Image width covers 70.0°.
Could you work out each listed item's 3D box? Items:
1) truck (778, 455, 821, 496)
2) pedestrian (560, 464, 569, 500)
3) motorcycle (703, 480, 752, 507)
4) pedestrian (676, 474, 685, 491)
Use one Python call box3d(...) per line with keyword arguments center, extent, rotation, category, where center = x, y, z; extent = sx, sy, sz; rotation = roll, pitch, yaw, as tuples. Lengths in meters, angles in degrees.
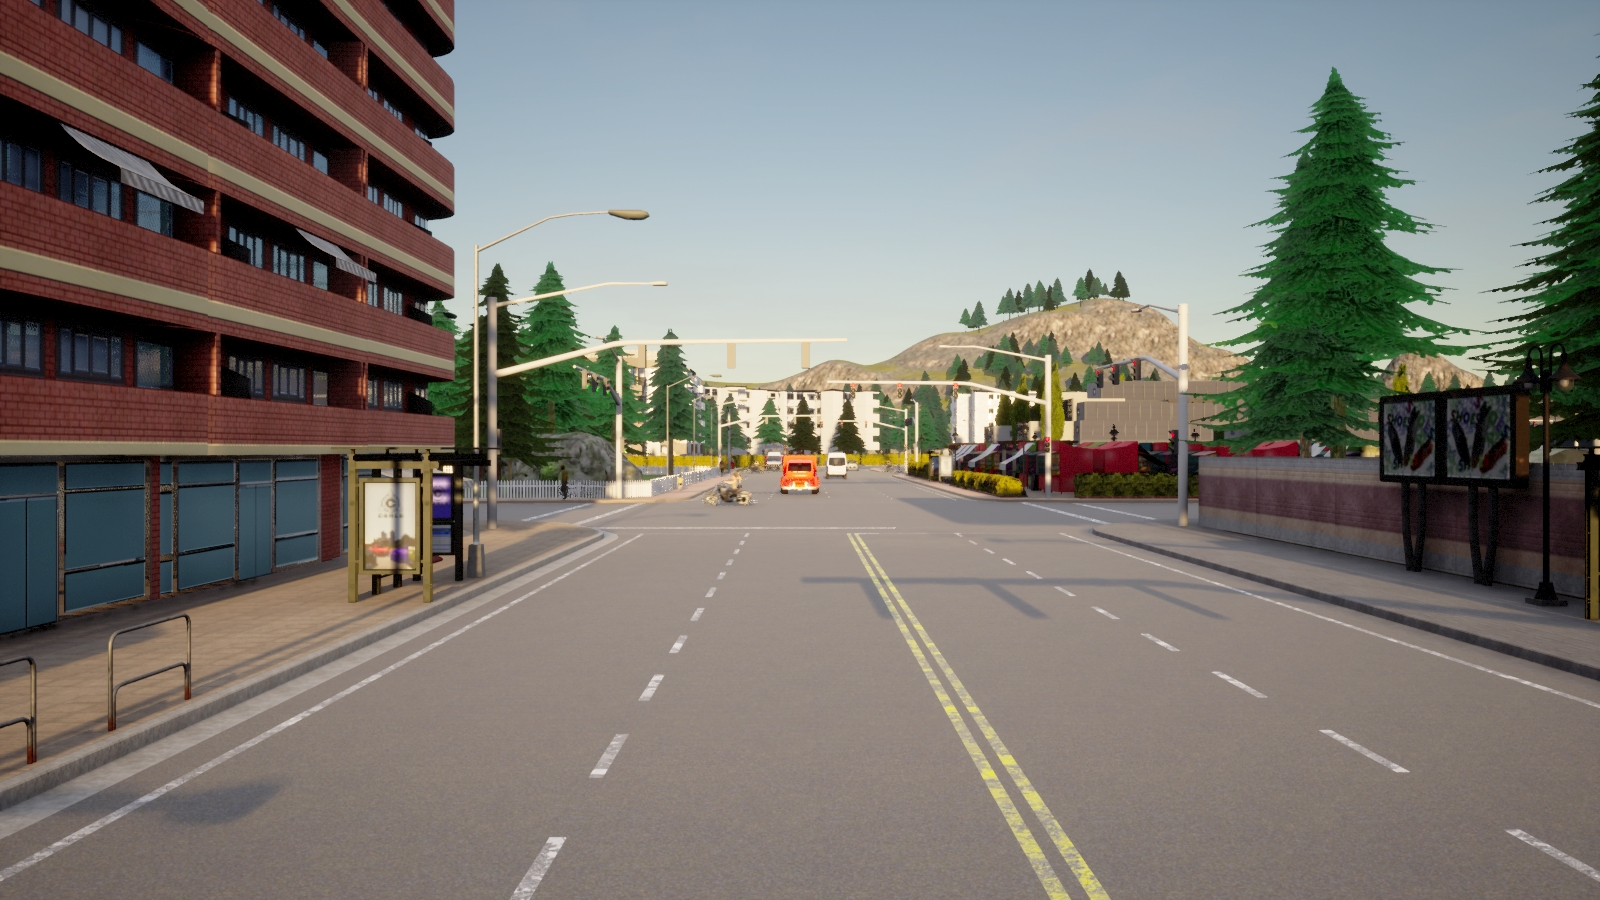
box3d(center=(-0.006, 1.572, 72.542), extent=(2.627, 2.467, 5.204), rotation=(0, 0, 0), category="truck")
box3d(center=(-12.199, 1.644, 59.148), extent=(0.375, 1.860, 0.375), rotation=(0, 0, -3), category="pedestrian")
box3d(center=(-3.571, 2.145, 56.510), extent=(2.356, 1.307, 0.764), rotation=(0, 0, -1), category="motorcycle")
box3d(center=(-7.741, 2.079, 74.032), extent=(0.500, 1.100, 0.500), rotation=(0, 0, -1), category="pedestrian")
